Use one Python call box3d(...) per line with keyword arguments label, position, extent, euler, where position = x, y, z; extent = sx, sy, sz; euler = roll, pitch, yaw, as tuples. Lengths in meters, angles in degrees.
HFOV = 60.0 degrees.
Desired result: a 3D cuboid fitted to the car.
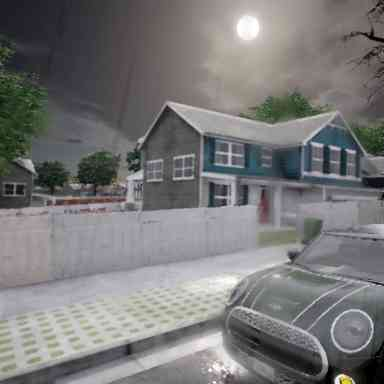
box3d(label="car", position=(2.604, 1.329, 4.942), extent=(4.553, 1.767, 2.097), euler=(0, 0, -36))
